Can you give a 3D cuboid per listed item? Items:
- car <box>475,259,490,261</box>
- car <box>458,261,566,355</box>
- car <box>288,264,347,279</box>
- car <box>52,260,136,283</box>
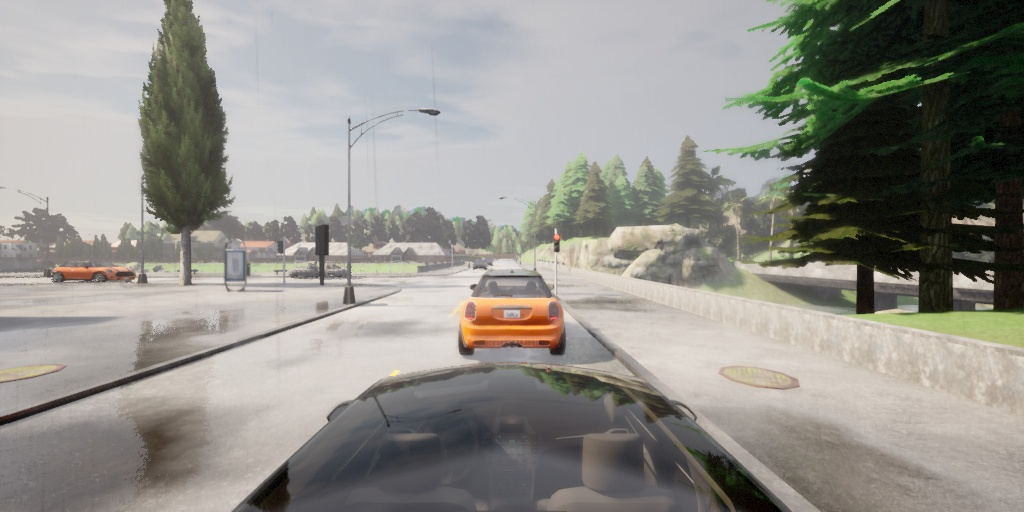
[{"bbox_3d":[-4.529,1.254,51.009,1.837,1.490,4.892,0,0,0],"label":"car"},{"bbox_3d":[-0.001,1.102,8.818,2.097,1.767,4.553,0,0,0],"label":"car"},{"bbox_3d":[-16.769,1.350,31.345,4.718,1.301,1.895,0,0,-1],"label":"car"},{"bbox_3d":[-31.267,1.101,26.941,4.553,1.767,2.097,0,0,-1],"label":"car"}]
